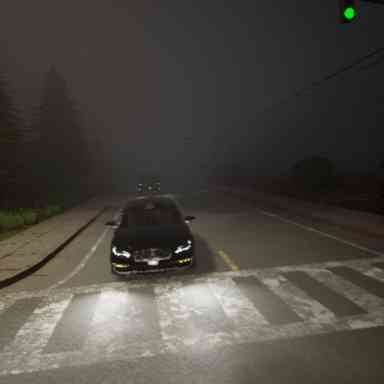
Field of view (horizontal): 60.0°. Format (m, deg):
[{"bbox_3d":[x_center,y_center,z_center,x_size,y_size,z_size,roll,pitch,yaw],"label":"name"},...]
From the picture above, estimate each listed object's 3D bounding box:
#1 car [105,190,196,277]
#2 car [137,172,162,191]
[{"bbox_3d":[-1.083,0.966,8.898,1.837,1.490,4.892,-3,4,-7],"label":"car"},{"bbox_3d":[-4.226,-0.899,33.080,2.150,2.045,5.566,-3,4,-7],"label":"car"}]
